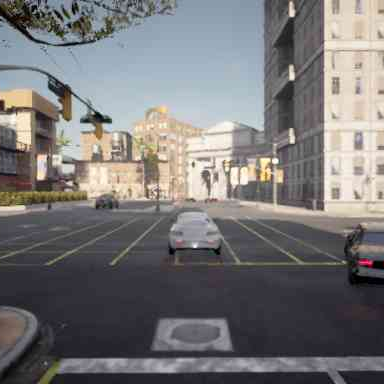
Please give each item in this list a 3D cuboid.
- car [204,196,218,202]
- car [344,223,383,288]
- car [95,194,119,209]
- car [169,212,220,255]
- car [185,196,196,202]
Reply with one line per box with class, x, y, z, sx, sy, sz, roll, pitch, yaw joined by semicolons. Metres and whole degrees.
car;4.161;1.527;71.345;1.895;1.301;4.718;0;0;20
car;5.216;1.550;8.999;2.033;1.411;5.357;0;0;24
car;-11.528;1.234;45.569;2.150;2.045;5.566;0;0;0
car;0.092;1.530;13.275;1.812;1.442;4.674;0;0;0
car;-0.424;1.430;71.317;1.895;1.301;4.718;0;0;-8
